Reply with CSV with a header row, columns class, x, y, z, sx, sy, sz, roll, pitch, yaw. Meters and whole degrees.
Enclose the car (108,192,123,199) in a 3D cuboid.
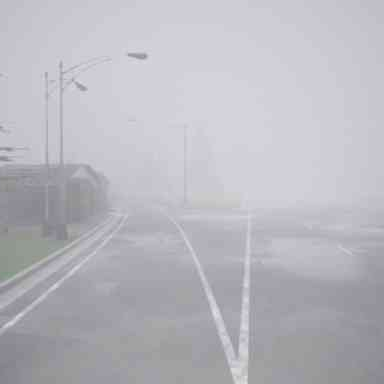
class,x,y,z,sx,sy,sz,roll,pitch,yaw
car,-17.096,0.916,75.711,1.837,1.490,4.892,0,1,-23
